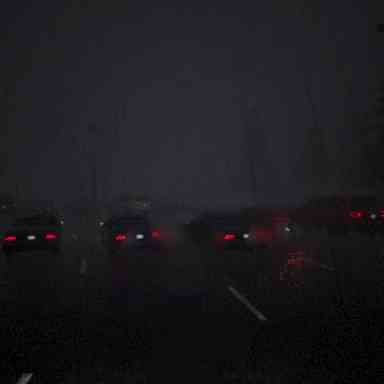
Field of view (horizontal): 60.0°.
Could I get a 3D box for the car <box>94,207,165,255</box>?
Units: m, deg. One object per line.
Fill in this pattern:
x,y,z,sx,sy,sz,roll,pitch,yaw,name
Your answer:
-2.626,1.561,13.561,2.033,1.411,5.357,0,0,-20,car

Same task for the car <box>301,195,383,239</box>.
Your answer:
7.238,1.183,17.483,2.150,2.045,5.566,0,0,-20,car

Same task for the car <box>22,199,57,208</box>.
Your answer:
-13.998,1.427,30.151,4.553,1.767,2.097,0,0,44,car

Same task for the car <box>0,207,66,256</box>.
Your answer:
-6.284,1.581,13.434,2.033,1.411,5.357,0,0,-21,car

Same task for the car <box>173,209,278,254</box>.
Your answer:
1.037,1.542,13.572,2.033,1.411,5.357,0,0,-19,car

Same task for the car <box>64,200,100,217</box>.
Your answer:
-10.620,1.549,31.779,4.902,1.511,2.128,0,0,45,car

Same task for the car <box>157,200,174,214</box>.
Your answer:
-3.775,1.584,35.100,1.994,1.385,4.181,0,0,-43,car

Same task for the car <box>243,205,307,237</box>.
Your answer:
3.469,1.486,17.409,1.837,1.490,4.892,0,0,-21,car

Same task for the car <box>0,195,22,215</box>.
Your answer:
-16.924,1.312,28.282,5.566,2.045,2.150,0,0,42,car

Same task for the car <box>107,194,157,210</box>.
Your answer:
-6.172,1.255,32.650,2.150,2.045,5.566,0,0,-42,car
